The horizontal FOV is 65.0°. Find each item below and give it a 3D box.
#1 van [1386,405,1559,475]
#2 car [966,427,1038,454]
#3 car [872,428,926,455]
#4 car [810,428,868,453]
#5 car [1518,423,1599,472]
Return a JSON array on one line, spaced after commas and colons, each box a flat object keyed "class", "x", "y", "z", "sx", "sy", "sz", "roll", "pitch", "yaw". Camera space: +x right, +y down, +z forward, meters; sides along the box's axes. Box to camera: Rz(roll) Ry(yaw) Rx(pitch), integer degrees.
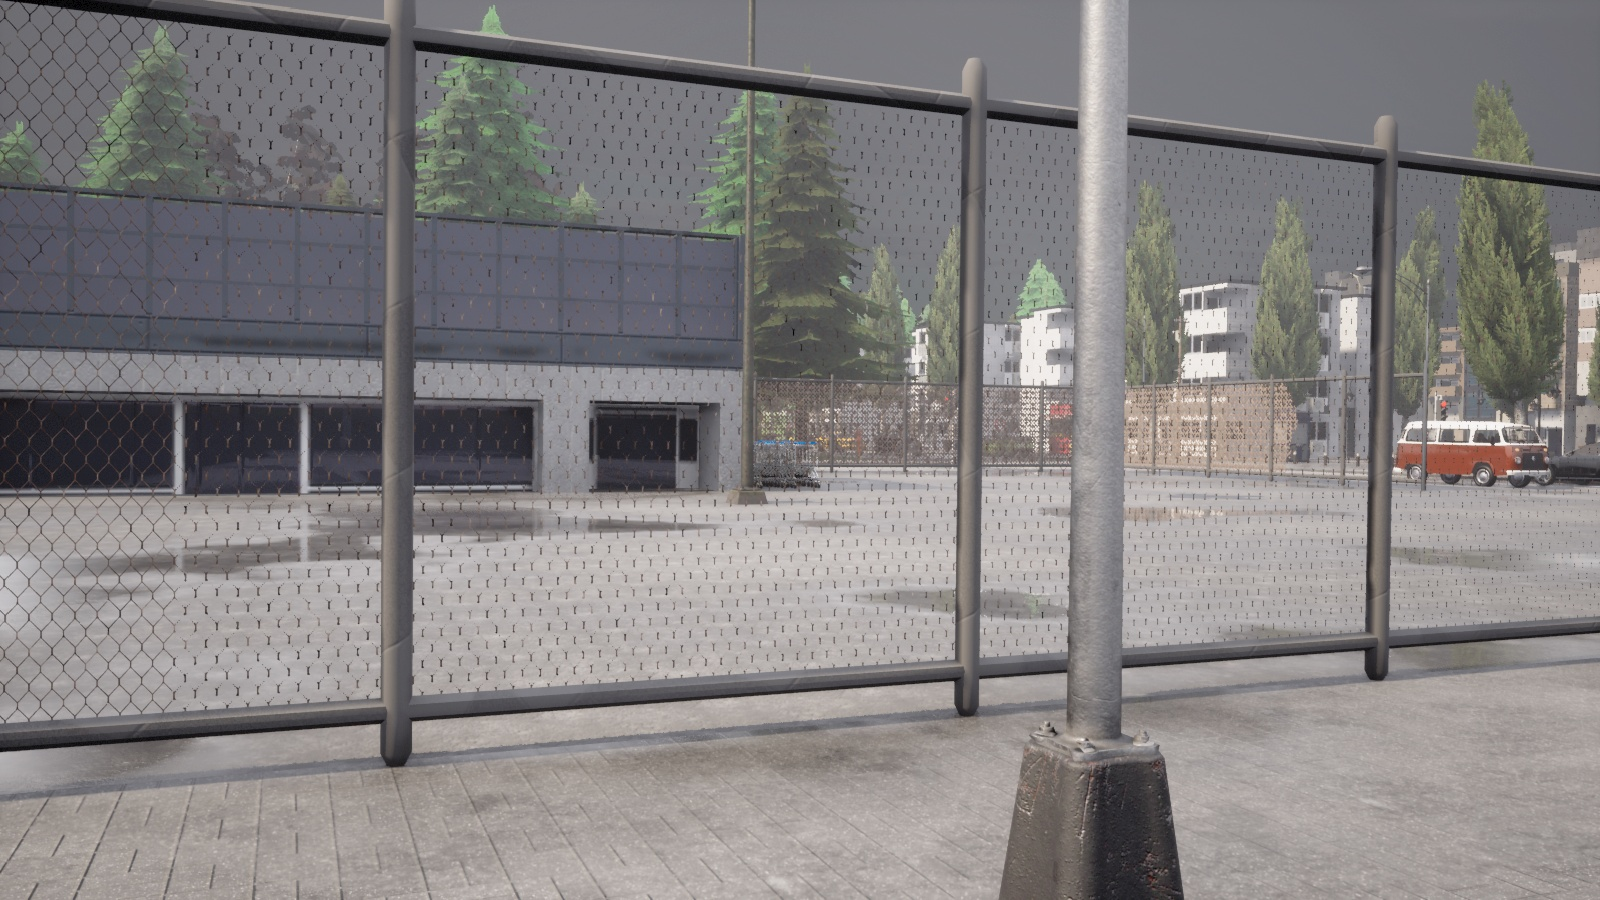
[{"class": "van", "x": 20.856, "y": -0.341, "z": 39.153, "sx": 2.069, "sy": 2.038, "sz": 4.480, "roll": -1, "pitch": 1, "yaw": -22}, {"class": "car", "x": 11.610, "y": -0.559, "z": 72.413, "sx": 2.007, "sy": 1.525, "sz": 4.514, "roll": -1, "pitch": 1, "yaw": -22}, {"class": "car", "x": 5.938, "y": -0.520, "z": 75.749, "sx": 1.789, "sy": 1.549, "sz": 3.705, "roll": -1, "pitch": 1, "yaw": -21}, {"class": "car", "x": 2.559, "y": -0.657, "z": 83.993, "sx": 1.801, "sy": 1.575, "sz": 5.366, "roll": -1, "pitch": 1, "yaw": -22}, {"class": "car", "x": 25.242, "y": -0.109, "z": 39.003, "sx": 2.163, "sy": 1.488, "sz": 4.792, "roll": -1, "pitch": 1, "yaw": -22}]
